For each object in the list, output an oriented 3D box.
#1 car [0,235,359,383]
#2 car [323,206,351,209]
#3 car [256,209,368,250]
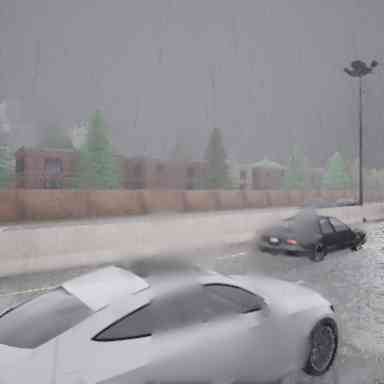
[{"bbox_3d":[-0.172,1.534,3.839,4.674,1.442,1.812,0,0,-37],"label":"car"},{"bbox_3d":[11.402,1.540,28.413,5.357,1.411,2.033,0,0,-43],"label":"car"},{"bbox_3d":[4.451,1.547,12.094,5.357,1.411,2.033,0,0,-42],"label":"car"}]
